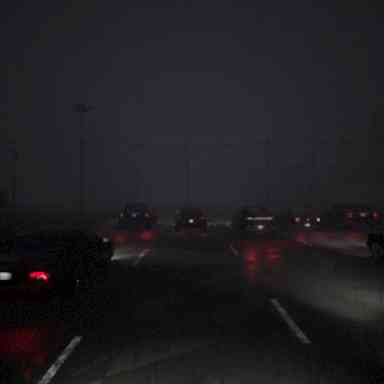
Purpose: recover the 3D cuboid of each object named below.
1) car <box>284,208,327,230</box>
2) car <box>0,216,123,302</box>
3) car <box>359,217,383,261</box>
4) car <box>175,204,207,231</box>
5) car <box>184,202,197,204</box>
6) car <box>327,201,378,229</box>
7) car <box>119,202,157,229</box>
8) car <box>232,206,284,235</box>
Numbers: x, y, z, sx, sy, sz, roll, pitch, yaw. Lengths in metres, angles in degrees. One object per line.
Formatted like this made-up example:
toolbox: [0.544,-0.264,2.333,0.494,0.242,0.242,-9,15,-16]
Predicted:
car: [6.935,1.696,22.114,1.895,1.301,4.718,0,0,1]
car: [-3.432,1.595,8.569,2.033,1.411,5.357,0,0,0]
car: [7.045,1.635,9.558,1.895,1.301,4.718,0,0,-1]
car: [-0.060,1.666,21.373,1.994,1.385,4.181,0,0,0]
car: [-0.194,1.789,39.151,1.895,1.301,4.718,0,0,0]
car: [10.437,1.443,22.404,2.097,1.767,4.553,0,0,0]
car: [-3.567,1.467,22.640,2.097,1.767,4.553,0,0,0]
car: [3.458,1.579,19.300,2.128,1.511,4.902,0,0,0]
